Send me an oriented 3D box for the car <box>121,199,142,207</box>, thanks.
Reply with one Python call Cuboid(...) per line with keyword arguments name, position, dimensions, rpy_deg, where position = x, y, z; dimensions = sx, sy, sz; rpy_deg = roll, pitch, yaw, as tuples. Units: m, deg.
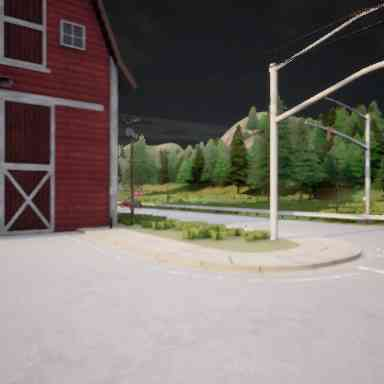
Cuboid(name="car", position=(-9.025, 1.704, 49.680), dimensions=(1.812, 1.442, 4.674), rpy_deg=(0, 0, -34))
